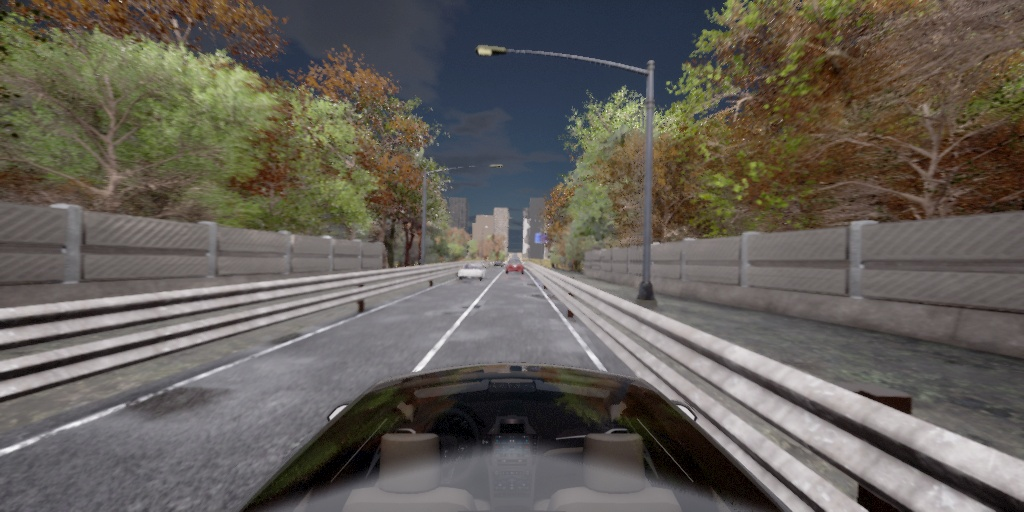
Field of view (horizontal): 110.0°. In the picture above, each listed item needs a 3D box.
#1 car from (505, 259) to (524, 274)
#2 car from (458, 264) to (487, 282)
[{"bbox_3d":[0.324,1.165,41.668,2.097,1.767,4.553,1,0,1],"label":"car"},{"bbox_3d":[-3.135,1.283,28.875,1.895,1.301,4.718,1,0,1],"label":"car"}]
